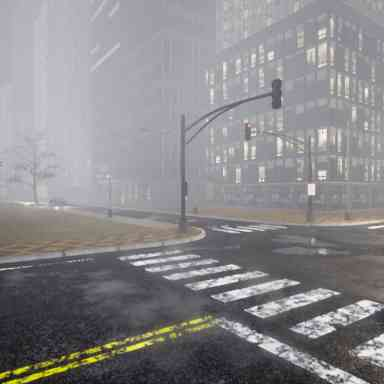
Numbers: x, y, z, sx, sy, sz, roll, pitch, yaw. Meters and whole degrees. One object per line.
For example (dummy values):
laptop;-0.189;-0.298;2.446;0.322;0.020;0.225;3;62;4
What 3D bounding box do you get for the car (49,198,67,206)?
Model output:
car;-21.844;1.607;54.132;1.895;1.301;4.718;0;0;-35
